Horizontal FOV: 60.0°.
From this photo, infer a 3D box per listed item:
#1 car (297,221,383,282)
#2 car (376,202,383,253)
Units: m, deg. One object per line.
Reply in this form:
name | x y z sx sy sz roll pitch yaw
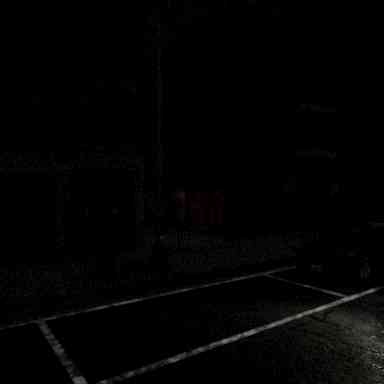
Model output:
car | 4.932 1.557 9.708 4.313 1.339 1.947 0 0 -36
car | 9.556 1.301 13.009 5.009 1.841 2.192 0 0 -36
